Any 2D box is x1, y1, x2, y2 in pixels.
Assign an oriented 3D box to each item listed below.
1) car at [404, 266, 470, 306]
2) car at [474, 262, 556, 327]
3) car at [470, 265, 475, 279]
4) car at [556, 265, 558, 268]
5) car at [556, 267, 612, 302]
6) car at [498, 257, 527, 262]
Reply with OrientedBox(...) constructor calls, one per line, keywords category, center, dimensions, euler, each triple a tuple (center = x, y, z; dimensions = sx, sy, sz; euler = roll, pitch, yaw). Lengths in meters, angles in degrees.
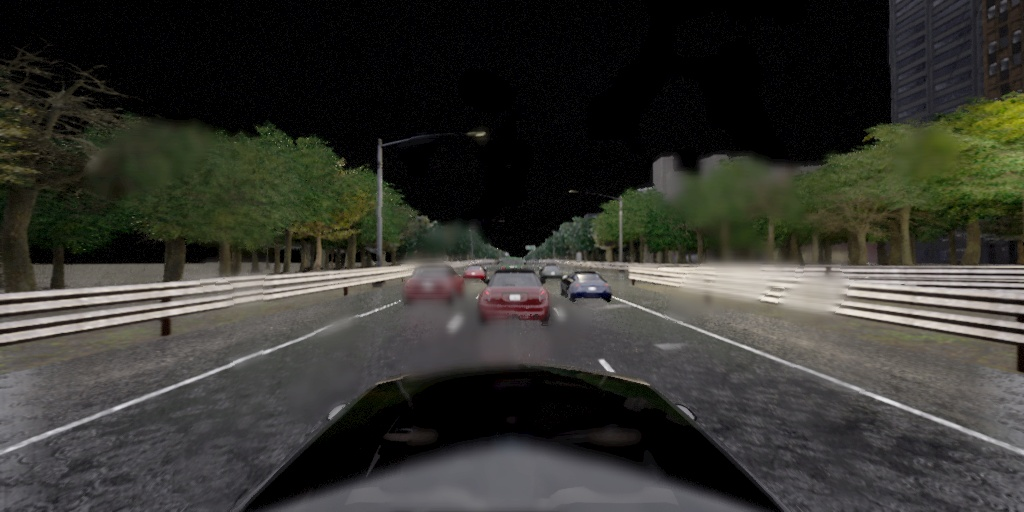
OrientedBox(category="car", center=(-3.402, 1.232, 16.681), dimensions=(2.097, 1.767, 4.553), euler=(0, 0, 0))
OrientedBox(category="car", center=(0.093, 1.195, 12.119), dimensions=(2.097, 1.767, 4.553), euler=(0, -1, 0))
OrientedBox(category="car", center=(-3.396, 1.519, 33.591), dimensions=(1.994, 1.385, 4.181), euler=(0, 0, 0))
OrientedBox(category="car", center=(3.604, 1.520, 33.653), dimensions=(1.994, 1.385, 4.181), euler=(0, 0, 0))
OrientedBox(category="car", center=(3.600, 1.453, 18.088), dimensions=(1.994, 1.385, 4.181), euler=(0, 0, 0))
OrientedBox(category="car", center=(0.106, 1.173, 32.143), dimensions=(2.150, 2.045, 5.566), euler=(0, 0, 0))
